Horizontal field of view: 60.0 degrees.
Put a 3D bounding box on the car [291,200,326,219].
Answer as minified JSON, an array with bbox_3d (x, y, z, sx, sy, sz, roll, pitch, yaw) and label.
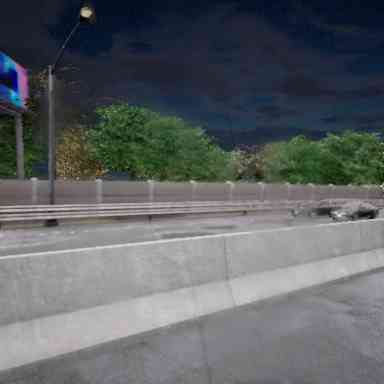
[{"bbox_3d":[10.570,1.467,28.729,4.892,1.490,1.837,0,0,-35],"label":"car"}]

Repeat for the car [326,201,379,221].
[{"bbox_3d":[12.831,1.488,26.043,4.674,1.442,1.812,0,0,-35],"label":"car"}]
